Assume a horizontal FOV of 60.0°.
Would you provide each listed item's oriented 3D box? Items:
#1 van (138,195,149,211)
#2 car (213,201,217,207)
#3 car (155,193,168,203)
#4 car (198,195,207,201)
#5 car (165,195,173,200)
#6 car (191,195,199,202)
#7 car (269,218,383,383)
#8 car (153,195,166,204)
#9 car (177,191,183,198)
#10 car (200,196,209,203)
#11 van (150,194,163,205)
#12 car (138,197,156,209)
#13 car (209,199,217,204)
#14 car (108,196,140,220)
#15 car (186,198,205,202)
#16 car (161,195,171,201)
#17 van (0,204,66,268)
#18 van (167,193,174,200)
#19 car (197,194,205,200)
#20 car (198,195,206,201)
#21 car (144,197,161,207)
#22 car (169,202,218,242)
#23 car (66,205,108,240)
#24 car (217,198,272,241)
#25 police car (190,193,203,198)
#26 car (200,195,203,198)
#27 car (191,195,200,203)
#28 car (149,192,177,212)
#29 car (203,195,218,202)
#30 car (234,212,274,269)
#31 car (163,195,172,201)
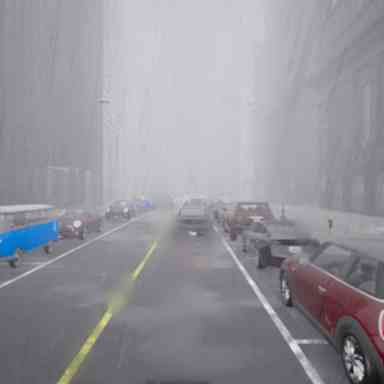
[{"bbox_3d":[-5.911,1.290,39.030,1.690,1.788,3.998,0,0,0],"label":"van"},{"bbox_3d":[2.678,1.514,22.161,1.887,1.381,4.507,0,0,0],"label":"car"},{"bbox_3d":[-6.017,1.236,67.212,2.192,1.841,5.009,0,0,0],"label":"car"},{"bbox_3d":[2.466,1.492,78.523,1.802,1.307,4.206,0,0,0],"label":"car"},{"bbox_3d":[-6.101,1.486,89.759,1.802,1.307,4.206,0,0,0],"label":"car"},{"bbox_3d":[0.631,1.442,71.942,1.812,1.442,4.674,0,0,0],"label":"car"},{"bbox_3d":[2.740,1.433,5.251,1.967,1.590,4.097,0,0,0],"label":"car"},{"bbox_3d":[-5.996,1.366,61.575,1.967,1.590,4.097,0,0,0],"label":"car"},{"bbox_3d":[-3.294,0.751,78.566,2.150,2.045,5.566,0,0,0],"label":"car"},{"bbox_3d":[2.509,1.502,67.251,1.802,1.307,4.206,0,0,0],"label":"car"},{"bbox_3d":[-5.975,1.272,55.939,1.690,1.788,3.998,0,0,0],"label":"van"},{"bbox_3d":[-5.931,1.467,44.497,1.752,1.417,4.829,0,0,0],"label":"car"},{"bbox_3d":[2.656,1.528,27.797,1.947,1.339,4.313,0,0,0],"label":"car"},{"bbox_3d":[-5.869,1.403,27.757,1.967,1.590,4.097,0,0,0],"label":"car"},{"bbox_3d":[-0.026,1.521,31.980,1.994,1.385,4.181,0,0,0],"label":"car"},{"bbox_3d":[-6.059,1.477,78.486,1.947,1.339,4.313,0,0,0],"label":"car"},{"bbox_3d":[-5.806,1.327,10.846,1.690,1.788,3.998,0,0,0],"label":"van"},{"bbox_3d":[-6.123,1.243,95.396,1.690,1.788,3.998,0,0,0],"label":"van"},{"bbox_3d":[2.423,1.343,89.796,1.967,1.590,4.097,0,0,0],"label":"car"},{"bbox_3d":[2.445,1.488,84.160,1.802,1.307,4.206,0,0,0],"label":"car"},{"bbox_3d":[-5.953,1.487,50.302,2.008,1.369,4.403,0,0,0],"label":"car"},{"bbox_3d":[0.033,1.483,16.234,1.837,1.490,4.892,0,0,0],"label":"car"},{"bbox_3d":[-5.827,1.418,16.483,1.967,1.590,4.097,0,0,0],"label":"car"},{"bbox_3d":[2.698,1.292,16.524,2.192,1.841,5.009,0,0,0],"label":"car"},{"bbox_3d":[0.691,1.355,56.052,1.930,1.638,5.238,0,0,0],"label":"police car"},{"bbox_3d":[2.572,1.501,50.341,1.947,1.339,4.313,0,0,0],"label":"car"},{"bbox_3d":[0.654,1.399,65.942,1.882,1.535,5.008,0,0,0],"label":"car"},{"bbox_3d":[-3.238,1.173,38.203,2.150,2.045,5.566,0,0,0],"label":"car"},{"bbox_3d":[2.614,1.388,39.069,1.967,1.590,4.097,0,0,0],"label":"car"},{"bbox_3d":[2.720,1.551,10.888,1.947,1.339,4.313,0,0,0],"label":"car"},{"bbox_3d":[-6.080,1.458,84.122,2.008,1.369,4.403,0,0,0],"label":"car"}]
